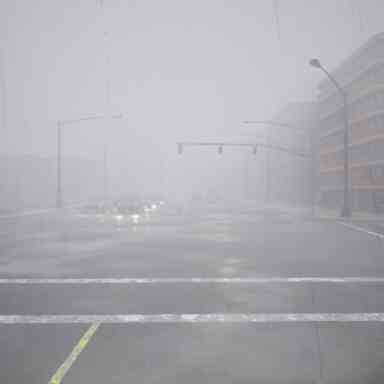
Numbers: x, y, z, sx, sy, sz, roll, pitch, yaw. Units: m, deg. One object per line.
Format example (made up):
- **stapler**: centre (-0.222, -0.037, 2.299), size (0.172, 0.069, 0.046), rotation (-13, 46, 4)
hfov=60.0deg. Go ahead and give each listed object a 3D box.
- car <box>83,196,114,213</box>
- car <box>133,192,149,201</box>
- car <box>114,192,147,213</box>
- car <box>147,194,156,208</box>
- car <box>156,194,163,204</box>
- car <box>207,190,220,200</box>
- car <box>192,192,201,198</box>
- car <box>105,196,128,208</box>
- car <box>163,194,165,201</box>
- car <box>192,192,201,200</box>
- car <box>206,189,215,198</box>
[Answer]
- **car**: centre (-9.811, 1.225, 34.876), size (2.097, 1.767, 4.553), rotation (0, 1, 0)
- **car**: centre (-9.661, 0.896, 63.214), size (2.128, 1.511, 4.902), rotation (0, 1, 1)
- **car**: centre (-6.313, 1.226, 34.531), size (2.097, 1.767, 4.553), rotation (0, 1, 0)
- **car**: centre (-6.281, 1.277, 43.414), size (1.812, 1.442, 4.674), rotation (0, 1, 0)
- **car**: centre (-6.242, 1.080, 52.695), size (2.128, 1.511, 4.902), rotation (0, 1, 0)
- **car**: centre (4.500, 0.919, 65.945), size (1.994, 1.385, 4.181), rotation (0, 1, 0)
- **car**: centre (0.934, 0.649, 75.778), size (2.033, 1.411, 5.357), rotation (0, 1, 0)
- **car**: centre (-9.780, 1.314, 43.519), size (1.994, 1.385, 4.181), rotation (0, 1, 0)
- **car**: centre (-6.167, 1.012, 62.824), size (1.895, 1.301, 4.718), rotation (0, 1, 1)
- **car**: centre (0.899, 0.959, 65.802), size (1.895, 1.301, 4.718), rotation (0, 1, 0)
- **car**: centre (4.437, 0.425, 75.928), size (2.150, 2.045, 5.566), rotation (0, 1, 0)
